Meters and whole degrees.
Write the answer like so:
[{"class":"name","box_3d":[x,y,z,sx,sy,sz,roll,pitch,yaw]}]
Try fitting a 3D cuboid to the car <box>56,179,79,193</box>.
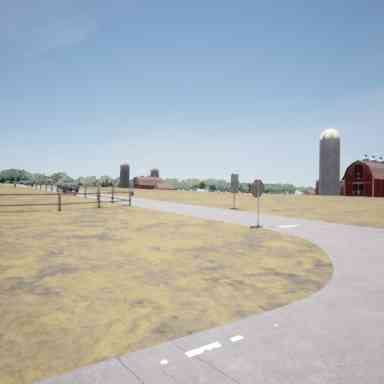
[{"class":"car","box_3d":[-18.674,-0.958,49.870,2.150,2.045,5.566,2,2,-36]}]
